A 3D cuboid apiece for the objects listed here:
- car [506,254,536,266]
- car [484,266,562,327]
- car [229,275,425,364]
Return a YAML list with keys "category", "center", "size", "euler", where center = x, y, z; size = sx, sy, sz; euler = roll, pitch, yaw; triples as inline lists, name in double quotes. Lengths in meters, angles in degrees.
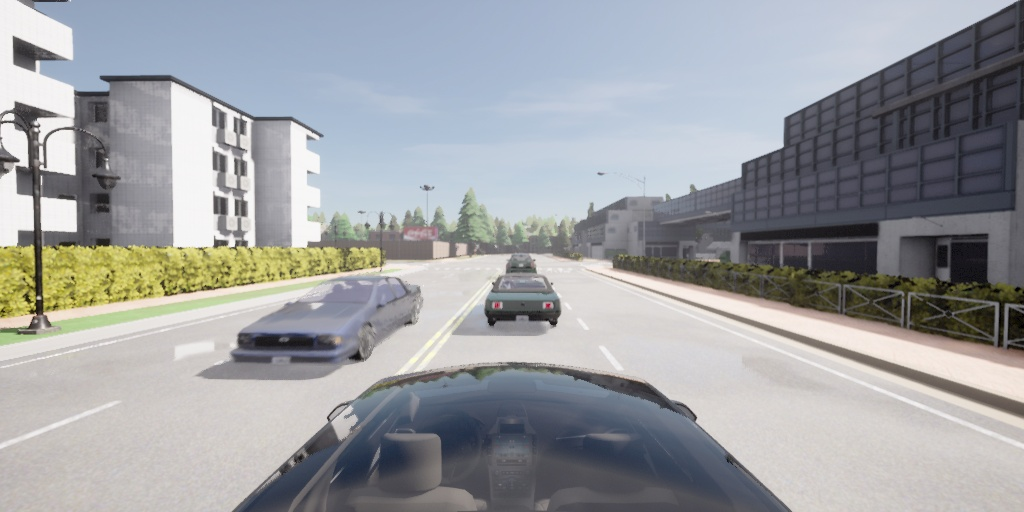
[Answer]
- category: "car"
  center: [0.648, 0.605, 25.745]
  size: [2.097, 1.767, 4.553]
  euler: [0, 1, 1]
- category: "car"
  center: [0.311, 1.163, 10.767]
  size: [1.895, 1.301, 4.718]
  euler: [0, 1, 1]
- category: "car"
  center: [-3.478, 1.159, 8.152]
  size: [2.033, 1.411, 5.357]
  euler: [0, 1, 1]
